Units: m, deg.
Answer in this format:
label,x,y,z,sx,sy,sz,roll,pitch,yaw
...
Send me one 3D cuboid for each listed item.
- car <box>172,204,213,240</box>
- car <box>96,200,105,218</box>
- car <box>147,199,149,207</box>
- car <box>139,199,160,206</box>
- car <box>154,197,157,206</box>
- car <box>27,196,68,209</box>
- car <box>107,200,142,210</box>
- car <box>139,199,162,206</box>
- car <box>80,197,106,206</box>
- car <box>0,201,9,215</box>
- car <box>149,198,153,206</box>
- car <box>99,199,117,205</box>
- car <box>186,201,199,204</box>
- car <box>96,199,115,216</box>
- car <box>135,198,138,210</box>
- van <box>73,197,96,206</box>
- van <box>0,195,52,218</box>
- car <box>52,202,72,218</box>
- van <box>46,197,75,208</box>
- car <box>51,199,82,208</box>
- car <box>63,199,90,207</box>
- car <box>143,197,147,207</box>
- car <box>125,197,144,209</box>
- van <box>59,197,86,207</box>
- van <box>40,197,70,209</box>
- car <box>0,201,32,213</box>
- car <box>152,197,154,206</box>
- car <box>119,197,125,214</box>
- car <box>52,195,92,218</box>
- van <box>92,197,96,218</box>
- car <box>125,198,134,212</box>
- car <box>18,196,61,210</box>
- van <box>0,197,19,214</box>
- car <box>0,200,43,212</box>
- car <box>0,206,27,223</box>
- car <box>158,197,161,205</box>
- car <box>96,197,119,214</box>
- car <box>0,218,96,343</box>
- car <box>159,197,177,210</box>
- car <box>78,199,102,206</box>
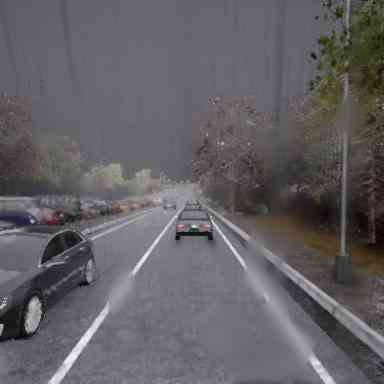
label,x,y,z,sx,sy,sz,roll,pitch,yaw
car,0.097,1.585,17.290,2.033,1.411,5.357,0,0,0
car,-10.319,1.633,28.751,4.674,1.452,2.002,0,-1,0
car,-10.276,2.072,56.509,4.792,1.488,2.163,0,-1,0
car,-10.302,2.557,81.479,4.892,1.521,2.231,0,-1,0
car,-10.295,2.232,67.614,4.892,1.521,2.231,0,-1,0
car,-23.358,1.747,53.828,5.566,2.045,2.435,0,-1,0
car,-10.278,1.982,50.958,4.792,1.488,2.163,0,-1,0
car,-10.480,2.622,84.255,5.366,1.575,1.946,0,-1,0
car,-23.405,2.235,78.747,5.566,2.045,2.435,0,-1,0
car,-23.390,1.769,37.204,4.674,1.452,2.002,0,-1,0
car,-10.333,2.162,62.061,4.792,1.488,2.163,0,-1,0
car,-23.403,2.702,92.465,4.553,1.767,2.185,0,-1,0
car,0.075,1.732,37.735,2.128,1.511,4.902,0,-1,0
car,-10.309,1.638,31.527,5.008,1.535,2.097,0,-1,0
car,-10.316,1.864,45.407,4.892,1.521,2.231,0,-1,0
van,-23.496,2.122,73.084,4.442,1.987,1.878,0,-1,0
van,-10.204,1.262,17.667,4.442,1.987,1.878,0,0,0
car,-10.348,1.518,20.449,4.792,1.488,2.163,0,0,0
van,-23.501,1.862,59.367,4.442,1.987,1.878,0,-1,0
car,-23.388,2.132,62.133,5.008,1.535,2.097,0,-1,0
car,-23.410,2.260,67.669,4.792,1.488,2.163,0,-1,0
car,-10.277,2.027,53.733,4.792,1.488,2.163,0,-1,0
car,-10.123,1.905,48.182,5.366,1.575,1.946,0,-1,0
van,-23.274,1.954,64.922,4.442,1.987,1.878,0,-1,0
van,-23.268,1.817,56.597,4.442,1.987,1.878,0,-1,0
car,-23.393,1.857,42.618,4.674,1.452,2.002,0,-1,0
car,-10.334,2.054,64.837,4.553,1.767,2.185,0,-1,0
car,-10.282,1.602,37.081,4.553,1.767,2.185,0,-1,0
car,-10.346,1.252,23.204,5.566,2.045,2.435,0,-1,0
van,-10.200,1.323,25.979,4.442,1.987,1.878,0,-1,0
car,-10.126,1.770,39.855,5.366,1.575,1.946,0,-1,0
car,-23.359,1.702,51.058,5.566,2.045,2.435,0,-1,0
van,-23.508,1.546,39.852,4.442,1.987,1.878,0,-1,0
car,-23.384,1.863,45.514,5.008,1.535,2.097,0,-1,0
car,-10.324,1.528,14.891,4.674,1.452,2.002,0,0,0
car,-10.114,2.345,73.033,5.366,1.575,1.946,0,-1,0
car,-10.283,1.558,34.305,4.553,1.767,2.185,0,-1,0
car,-3.351,1.506,6.609,1.837,1.490,4.892,0,0,0
car,-3.360,1.944,50.843,2.128,1.511,4.902,0,-1,0
car,-23.350,2.447,75.971,4.792,1.488,2.163,0,-1,0
